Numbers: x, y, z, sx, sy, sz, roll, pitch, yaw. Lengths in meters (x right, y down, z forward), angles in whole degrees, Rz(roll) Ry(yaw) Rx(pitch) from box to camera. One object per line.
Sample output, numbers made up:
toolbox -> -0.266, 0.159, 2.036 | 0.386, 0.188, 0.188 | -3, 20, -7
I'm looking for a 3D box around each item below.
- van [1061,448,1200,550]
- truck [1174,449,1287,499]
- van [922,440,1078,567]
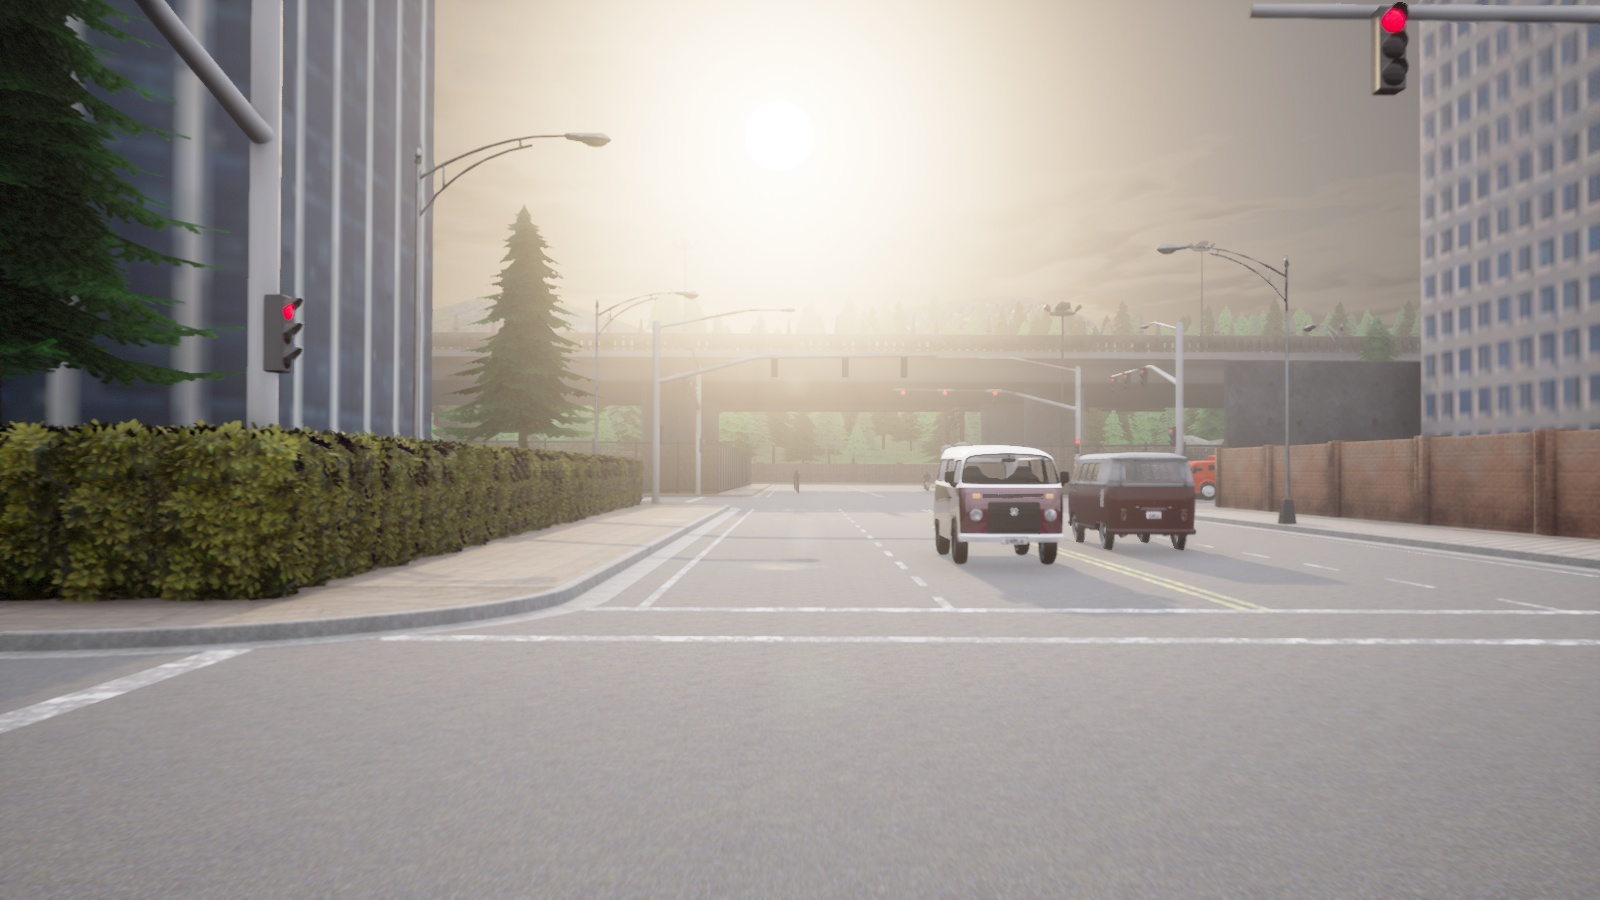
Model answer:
van -> 6.934, 0.989, 26.827 | 1.775, 1.987, 4.442 | 0, -1, 0
truck -> 23.571, 1.302, 68.982 | 5.204, 2.467, 2.627 | -2, -1, 0
van -> 3.444, 0.900, 22.503 | 2.069, 2.038, 4.480 | 0, -1, 0
